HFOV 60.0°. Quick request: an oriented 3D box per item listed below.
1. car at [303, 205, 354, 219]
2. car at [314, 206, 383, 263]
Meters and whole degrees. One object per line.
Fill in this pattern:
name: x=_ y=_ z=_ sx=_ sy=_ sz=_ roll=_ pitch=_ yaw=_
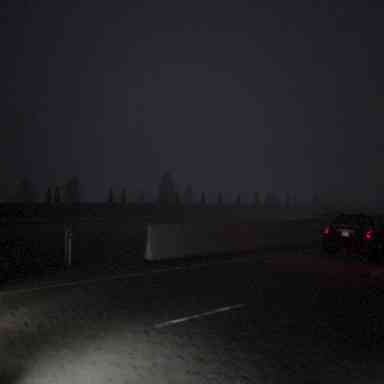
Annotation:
car: x=11.923 y=2.039 z=29.688 sx=4.902 sy=1.511 sz=2.128 roll=2 pitch=-1 yaw=-35
car: x=7.257 y=1.590 z=13.222 sx=4.553 sy=1.767 sz=2.097 roll=2 pitch=-1 yaw=-35
